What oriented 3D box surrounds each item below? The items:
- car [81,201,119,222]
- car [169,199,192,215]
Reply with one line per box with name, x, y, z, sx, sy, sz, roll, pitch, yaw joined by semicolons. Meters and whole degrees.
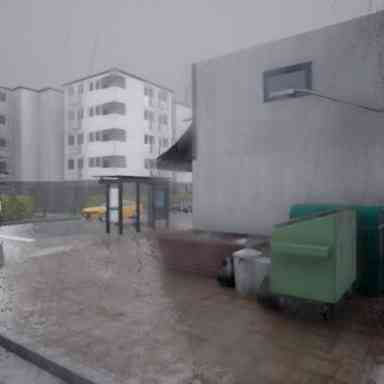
car;-5.871;1.343;24.885;1.882;1.535;5.008;0;0;36
car;-0.106;1.412;32.914;2.033;1.411;5.357;0;0;36
